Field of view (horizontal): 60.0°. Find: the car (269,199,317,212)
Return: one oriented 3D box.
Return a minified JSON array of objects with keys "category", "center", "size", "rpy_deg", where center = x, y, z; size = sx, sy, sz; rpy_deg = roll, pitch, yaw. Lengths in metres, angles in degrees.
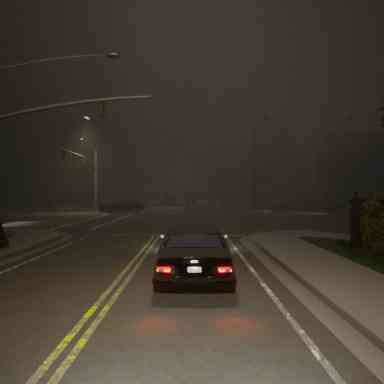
[{"category":"car","center":[11.763,1.542,38.769],"size":[5.357,1.411,2.033],"rpy_deg":[0,0,-1]}]

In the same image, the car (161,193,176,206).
[{"category":"car","center":[-3.719,1.221,53.968],"size":[2.150,2.045,5.566],"rpy_deg":[0,0,0]}]

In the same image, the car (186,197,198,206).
[{"category":"car","center":[-0.112,1.525,56.142],"size":[1.812,1.442,4.674],"rpy_deg":[0,0,0]}]

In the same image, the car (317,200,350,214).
[{"category":"car","center":[16.562,1.522,35.310],"size":[5.357,1.411,2.033],"rpy_deg":[0,0,-1]}]

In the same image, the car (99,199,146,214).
[{"category":"car","center":[-7.322,1.528,35.069],"size":[4.902,1.511,2.128],"rpy_deg":[0,0,-1]}]

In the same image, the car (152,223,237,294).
[{"category":"car","center":[0.053,1.547,8.934],"size":[2.033,1.411,5.357],"rpy_deg":[0,0,0]}]
